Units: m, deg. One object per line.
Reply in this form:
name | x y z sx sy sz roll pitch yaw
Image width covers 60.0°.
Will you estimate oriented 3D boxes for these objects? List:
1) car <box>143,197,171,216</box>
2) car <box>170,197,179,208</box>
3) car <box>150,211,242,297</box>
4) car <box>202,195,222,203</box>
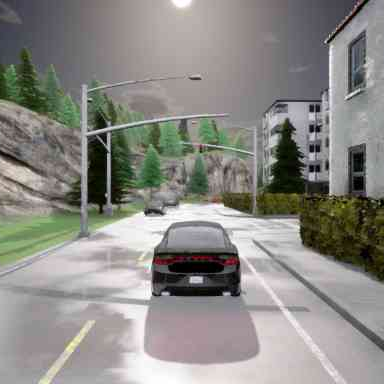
car | -3.514 1.547 32.573 2.033 1.411 5.357 0 0 0
car | -3.036 1.504 48.320 1.837 1.490 4.892 0 0 6
car | 0.097 1.478 8.646 1.882 1.535 5.008 0 0 0
car | 4.025 1.351 66.780 2.097 1.767 4.553 0 0 39
